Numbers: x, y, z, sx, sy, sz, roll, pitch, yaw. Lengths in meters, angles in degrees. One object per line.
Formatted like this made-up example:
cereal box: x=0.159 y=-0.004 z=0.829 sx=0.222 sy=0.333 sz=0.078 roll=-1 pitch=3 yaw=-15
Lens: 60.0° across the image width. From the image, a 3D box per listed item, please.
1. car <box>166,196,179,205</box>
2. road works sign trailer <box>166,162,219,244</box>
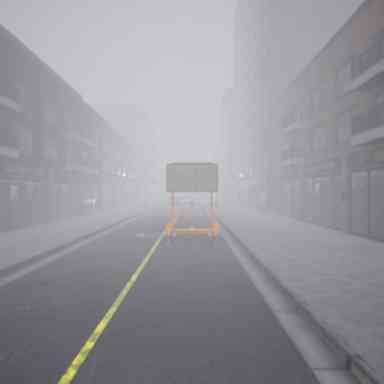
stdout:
car: x=-3.049 y=1.343 z=53.285 sx=1.837 sy=1.490 sz=4.892 roll=0 pitch=0 yaw=0
road works sign trailer: x=0.011 y=0.410 z=15.431 sx=2.380 sy=3.560 sz=2.880 roll=0 pitch=0 yaw=0
